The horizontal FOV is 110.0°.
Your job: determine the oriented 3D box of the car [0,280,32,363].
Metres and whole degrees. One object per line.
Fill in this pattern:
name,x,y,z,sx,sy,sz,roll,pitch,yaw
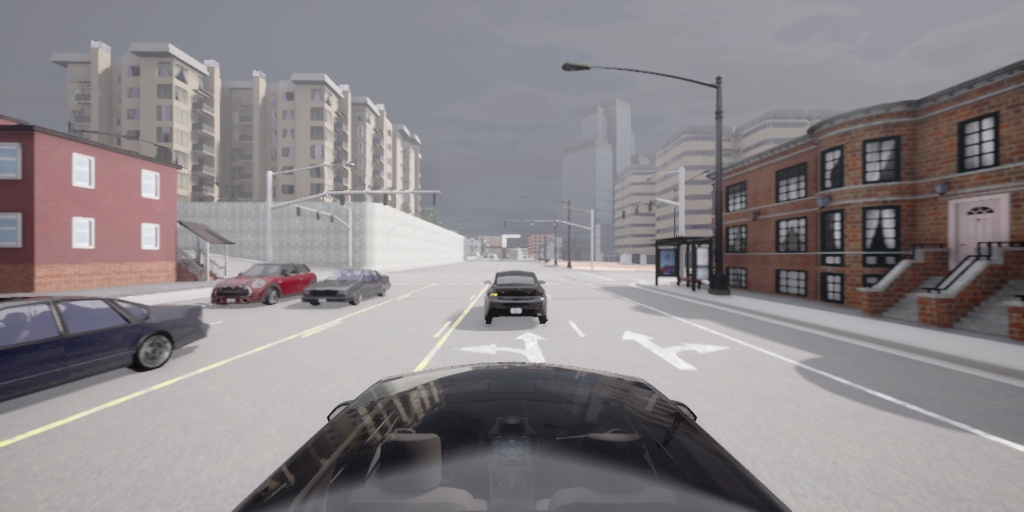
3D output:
car,-10.593,1.238,4.665,2.128,1.511,4.902,0,0,0

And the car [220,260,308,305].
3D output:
car,-10.562,1.081,15.741,2.097,1.767,4.553,0,0,0

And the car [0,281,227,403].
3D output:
car,-7.097,1.293,4.922,2.033,1.411,5.357,0,0,0

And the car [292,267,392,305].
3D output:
car,-7.060,1.277,16.043,2.033,1.411,5.357,0,0,0

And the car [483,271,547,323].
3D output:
car,0.100,1.239,12.108,1.837,1.490,4.892,0,0,0
